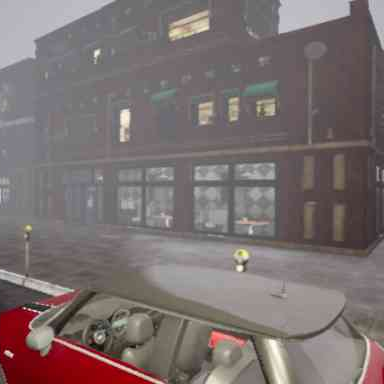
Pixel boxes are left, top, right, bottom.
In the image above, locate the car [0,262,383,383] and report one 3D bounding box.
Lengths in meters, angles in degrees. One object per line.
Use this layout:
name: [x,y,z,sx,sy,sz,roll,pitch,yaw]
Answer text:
car: [-0.402,1.434,3.154,4.097,1.590,1.967,0,0,35]
